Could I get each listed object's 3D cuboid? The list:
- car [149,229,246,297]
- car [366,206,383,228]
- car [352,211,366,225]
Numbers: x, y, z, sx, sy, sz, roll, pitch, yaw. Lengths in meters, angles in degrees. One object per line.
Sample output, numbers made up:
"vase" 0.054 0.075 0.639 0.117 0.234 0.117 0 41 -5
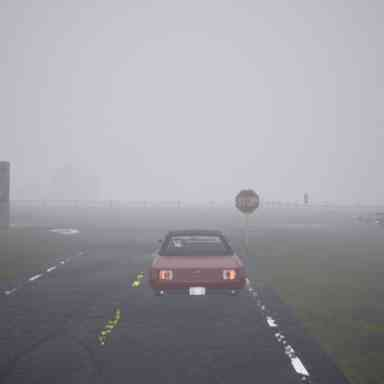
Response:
"car" 0.062 1.609 8.581 1.895 1.301 4.718 0 0 -1
"car" 14.201 1.692 21.274 4.892 1.490 1.837 1 -1 0
"car" 14.319 1.732 24.223 4.902 1.511 2.128 1 -1 0
